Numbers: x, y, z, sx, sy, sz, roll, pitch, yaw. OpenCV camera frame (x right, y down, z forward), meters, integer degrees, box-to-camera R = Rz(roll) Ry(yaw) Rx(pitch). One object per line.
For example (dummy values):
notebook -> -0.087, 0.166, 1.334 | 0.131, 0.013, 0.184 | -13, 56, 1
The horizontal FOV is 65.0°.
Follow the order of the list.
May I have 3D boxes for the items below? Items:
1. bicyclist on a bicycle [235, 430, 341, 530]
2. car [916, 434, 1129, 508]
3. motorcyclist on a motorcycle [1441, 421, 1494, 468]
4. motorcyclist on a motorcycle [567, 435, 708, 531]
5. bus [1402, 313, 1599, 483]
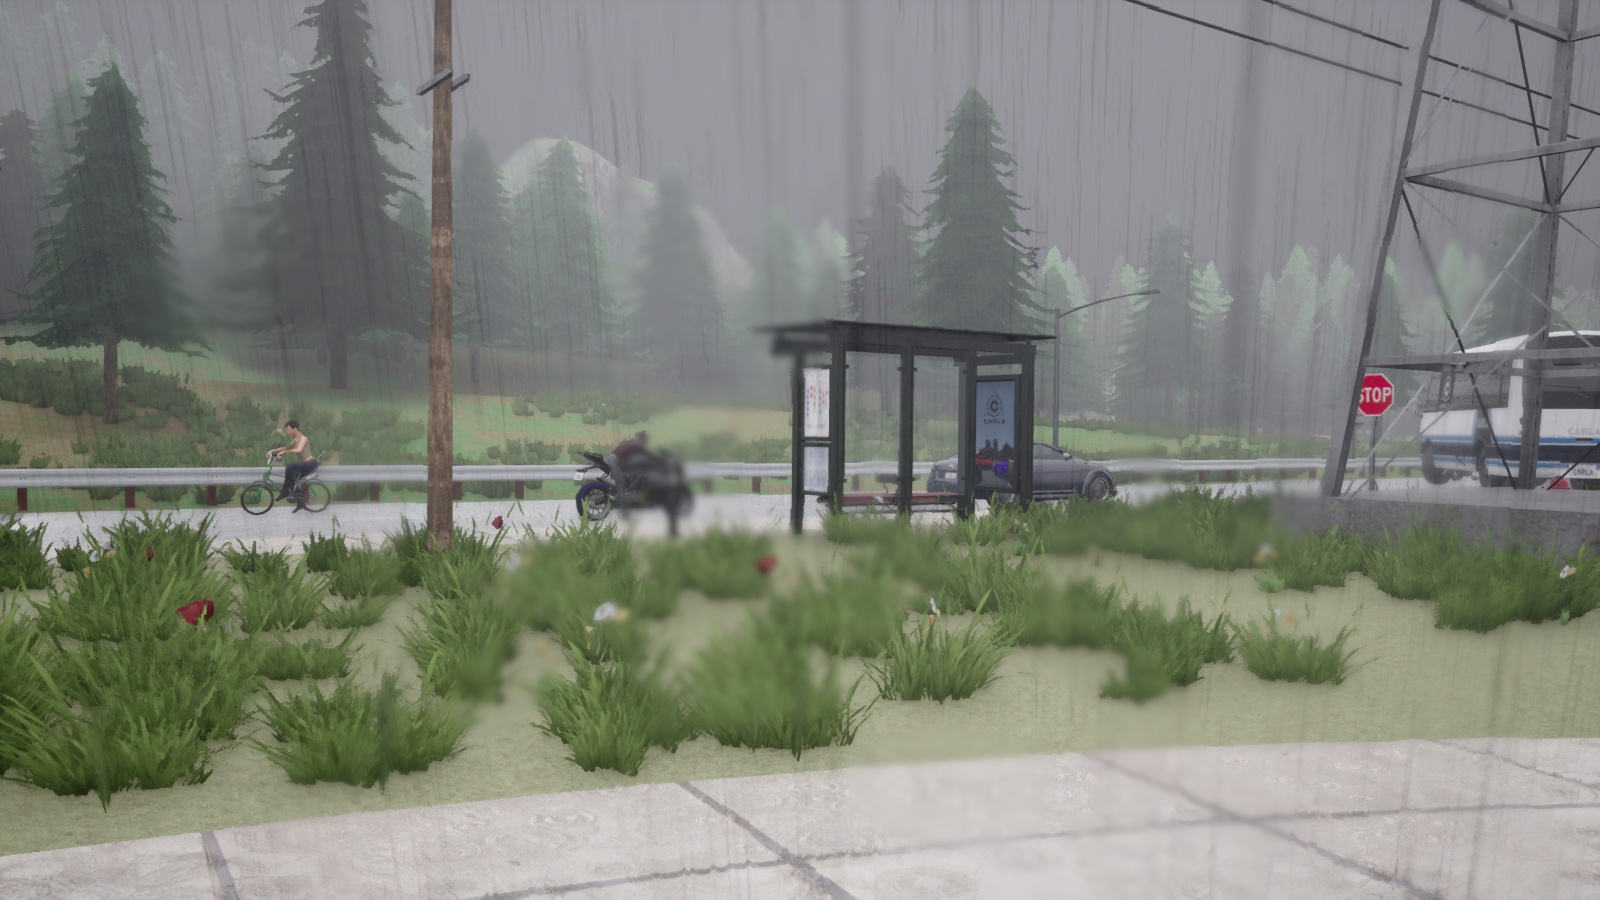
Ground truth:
bicyclist on a bicycle -> -8.697, 0.481, 21.338 | 1.509, 1.612, 0.866 | -1, 1, -34
car -> 4.695, 0.383, 26.325 | 4.181, 1.385, 1.994 | -1, 1, -34
motorcyclist on a motorcycle -> 22.955, -0.199, 43.160 | 1.817, 1.590, 0.866 | -1, 1, -35
motorcyclist on a motorcycle -> -2.729, 0.518, 21.208 | 2.191, 1.530, 0.866 | -1, 1, -35
bus -> 20.869, -1.400, 36.621 | 3.944, 4.253, 10.273 | 0, 1, 14
